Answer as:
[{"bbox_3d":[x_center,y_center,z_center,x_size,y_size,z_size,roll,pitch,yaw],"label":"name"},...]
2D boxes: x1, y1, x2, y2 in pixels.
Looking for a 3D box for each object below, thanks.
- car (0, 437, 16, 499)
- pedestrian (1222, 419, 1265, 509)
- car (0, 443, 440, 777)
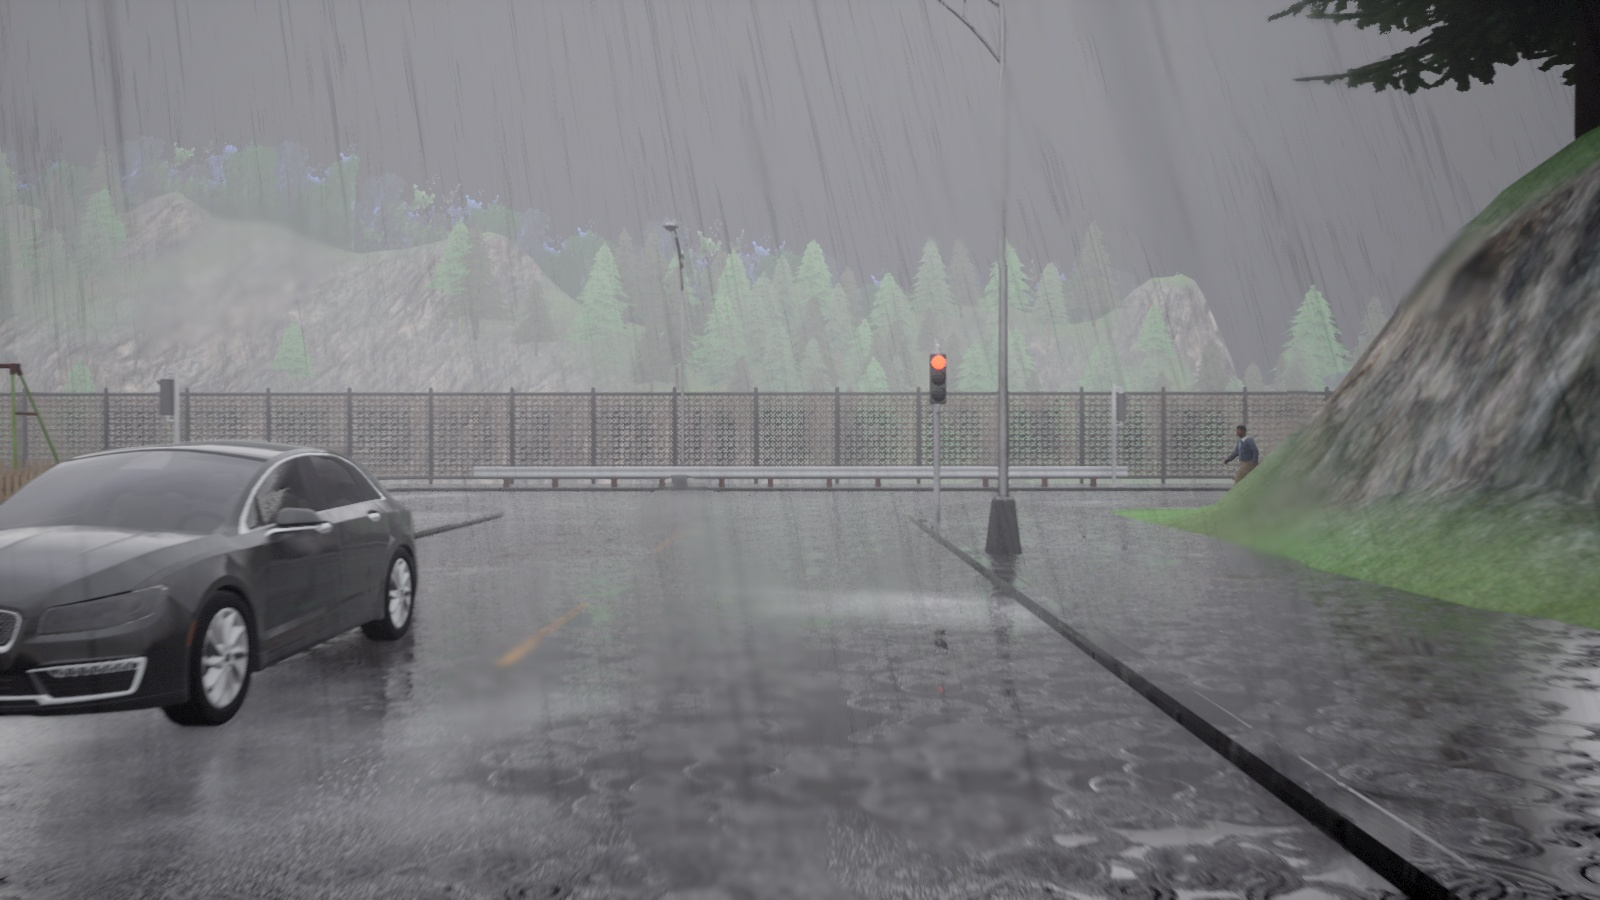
[{"bbox_3d":[-23.554,0.473,32.828,4.856,1.649,2.033,0,0,0],"label":"car"},{"bbox_3d":[9.667,0.310,27.363,0.788,1.949,0.423,0,0,0],"label":"pedestrian"},{"bbox_3d":[-3.941,0.703,8.059,1.837,1.490,4.892,0,0,0],"label":"car"}]
